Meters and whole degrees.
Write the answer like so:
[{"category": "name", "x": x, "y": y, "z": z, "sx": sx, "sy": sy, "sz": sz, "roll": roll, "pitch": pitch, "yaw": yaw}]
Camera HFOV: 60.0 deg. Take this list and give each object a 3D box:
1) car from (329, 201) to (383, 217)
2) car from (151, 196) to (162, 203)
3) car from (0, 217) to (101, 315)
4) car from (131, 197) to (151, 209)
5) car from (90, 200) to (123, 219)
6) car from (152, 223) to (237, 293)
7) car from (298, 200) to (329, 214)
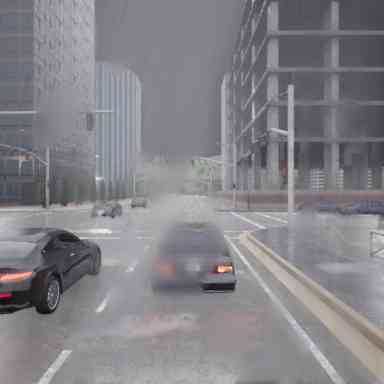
[{"category": "car", "x": 15.848, "y": 1.492, "z": 30.283, "sx": 5.357, "sy": 1.411, "sz": 2.033, "roll": 0, "pitch": 0, "yaw": 0}, {"category": "car", "x": -7.155, "y": 1.564, "z": 66.547, "sx": 1.994, "sy": 1.385, "sz": 4.181, "roll": 0, "pitch": 0, "yaw": 0}, {"category": "car", "x": -3.454, "y": 1.526, "z": 7.459, "sx": 1.812, "sy": 1.442, "sz": 4.674, "roll": 0, "pitch": 0, "yaw": 0}, {"category": "car", "x": -7.182, "y": 1.504, "z": 45.702, "sx": 1.837, "sy": 1.490, "sz": 4.892, "roll": 0, "pitch": 0, "yaw": 0}, {"category": "car", "x": -7.153, "y": 1.461, "z": 28.270, "sx": 2.128, "sy": 1.511, "sz": 4.902, "roll": 0, "pitch": 0, "yaw": 0}, {"category": "car", "x": 0.054, "y": 1.547, "z": 8.976, "sx": 2.033, "sy": 1.411, "sz": 5.357, "roll": 0, "pitch": 0, "yaw": 0}, {"category": "car", "x": 12.980, "y": 1.508, "z": 33.767, "sx": 4.181, "sy": 1.385, "sz": 1.994, "roll": 0, "pitch": 0, "yaw": 0}]
